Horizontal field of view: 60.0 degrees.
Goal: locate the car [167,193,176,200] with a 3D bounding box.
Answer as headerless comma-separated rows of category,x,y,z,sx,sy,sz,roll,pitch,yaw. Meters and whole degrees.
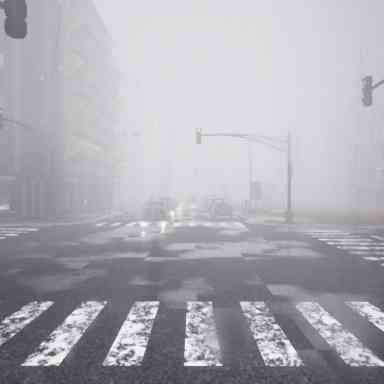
car,-5.663,1.173,92.047,2.192,1.841,5.009,-1,0,0

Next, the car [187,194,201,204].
car,0.128,1.479,60.369,2.033,1.411,5.357,0,0,0

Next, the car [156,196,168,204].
car,-5.673,1.470,63.814,1.887,1.381,4.507,-1,0,0

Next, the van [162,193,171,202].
van,-5.670,1.242,75.108,1.690,1.788,3.998,-1,0,0

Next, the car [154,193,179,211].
car,-3.072,1.315,40.398,2.097,1.767,4.553,0,0,0

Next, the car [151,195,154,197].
car,-5.680,1.520,46.877,1.947,1.339,4.313,-1,0,0

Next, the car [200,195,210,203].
car,2.682,1.353,69.490,1.967,1.590,4.097,-1,0,0

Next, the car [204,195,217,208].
car,2.661,1.410,35.614,1.967,1.590,4.097,-1,0,0

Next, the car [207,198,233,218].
car,2.660,1.522,29.969,1.887,1.381,4.507,-1,0,0

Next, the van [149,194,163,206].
van,-5.681,1.286,52.523,1.690,1.788,3.998,-1,0,0

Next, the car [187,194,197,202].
car,0.060,1.264,70.995,2.097,1.767,4.553,0,0,0

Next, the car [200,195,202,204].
car,2.670,1.490,52.553,1.887,1.381,4.507,-1,0,0

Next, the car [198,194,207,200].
car,2.720,1.313,86.427,1.967,1.590,4.097,-1,0,0

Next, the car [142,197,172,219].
car,-3.111,1.456,28.736,1.882,1.535,5.008,0,0,1

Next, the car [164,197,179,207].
car,-3.056,1.513,50.479,1.994,1.385,4.181,0,0,0

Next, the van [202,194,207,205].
van,2.665,1.295,46.906,1.690,1.788,3.998,-1,0,0
